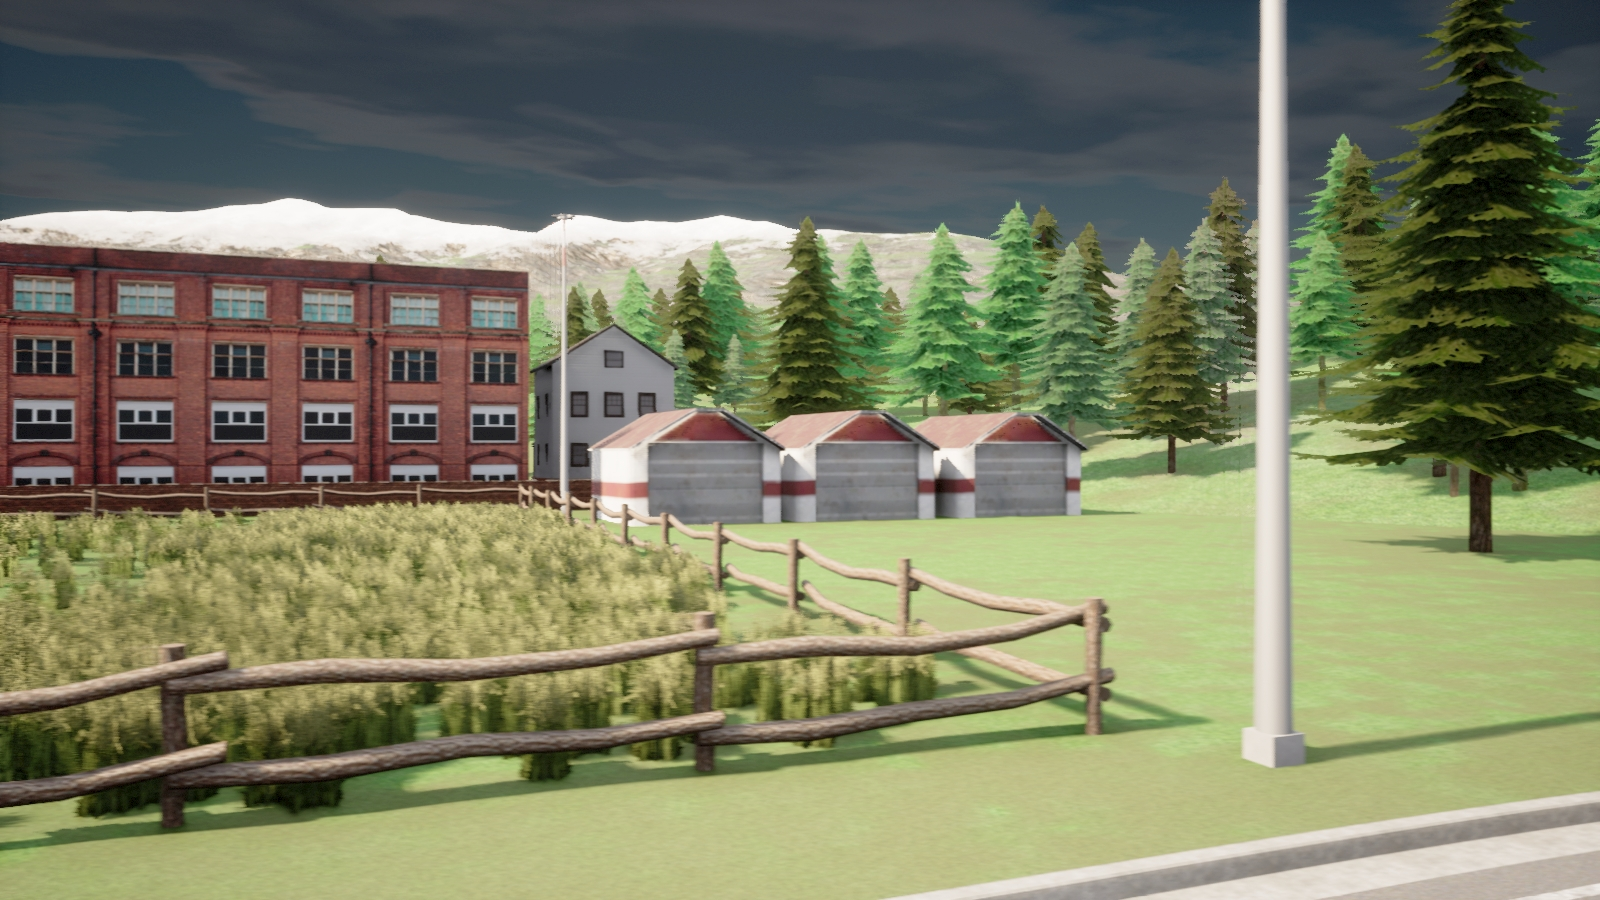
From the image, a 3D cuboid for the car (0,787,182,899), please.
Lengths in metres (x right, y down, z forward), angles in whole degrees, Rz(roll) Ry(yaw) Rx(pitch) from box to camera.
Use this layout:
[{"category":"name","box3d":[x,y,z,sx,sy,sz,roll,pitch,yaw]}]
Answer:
[{"category":"car","box3d":[-3.825,1.969,1.968,4.611,1.667,2.242,0,0,-21]}]
